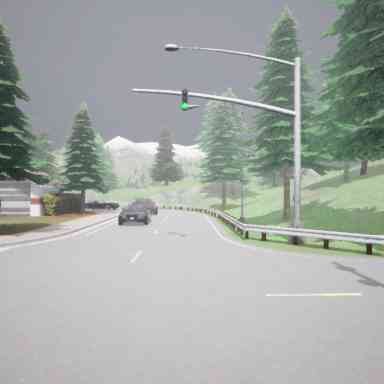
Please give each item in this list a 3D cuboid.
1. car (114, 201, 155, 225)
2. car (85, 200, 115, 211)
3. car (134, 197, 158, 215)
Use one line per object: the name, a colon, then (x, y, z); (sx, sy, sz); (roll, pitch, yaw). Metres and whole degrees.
car: (-4.036, 1.563, 23.956); (1.994, 1.385, 4.181); (0, 0, -2)
car: (-11.477, 1.607, 41.471); (4.718, 1.301, 1.895); (0, 0, 14)
car: (-4.889, 1.351, 33.745); (2.097, 1.767, 4.553); (0, 0, -19)
